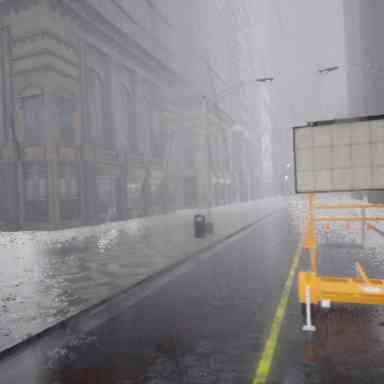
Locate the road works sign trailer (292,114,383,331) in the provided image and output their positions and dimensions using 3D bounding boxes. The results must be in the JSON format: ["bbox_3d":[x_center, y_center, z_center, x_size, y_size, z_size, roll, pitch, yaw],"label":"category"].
[{"bbox_3d":[3.239,0.384,6.339,2.380,3.560,2.880,-2,0,20],"label":"road works sign trailer"}]
